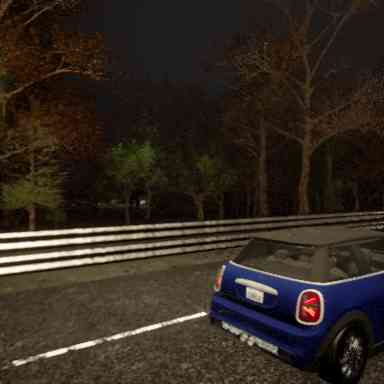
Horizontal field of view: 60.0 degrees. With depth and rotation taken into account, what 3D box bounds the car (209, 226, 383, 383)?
[{"bbox_3d":[2.545,1.376,5.582,4.553,1.767,2.097,0,0,-36],"label":"car"}]
